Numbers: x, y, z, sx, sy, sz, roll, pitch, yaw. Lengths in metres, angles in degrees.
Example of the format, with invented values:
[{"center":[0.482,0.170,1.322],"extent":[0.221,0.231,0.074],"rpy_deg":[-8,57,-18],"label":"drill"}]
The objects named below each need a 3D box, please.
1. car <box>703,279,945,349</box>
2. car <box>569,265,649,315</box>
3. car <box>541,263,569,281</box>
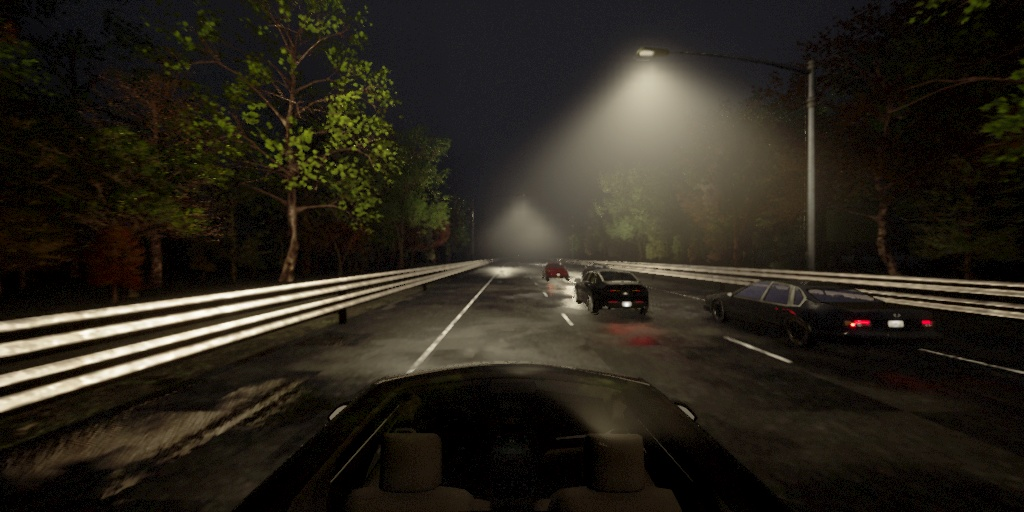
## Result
[{"center":[7.094,1.302,9.136],"extent":[2.033,1.411,5.357],"rpy_deg":[0,0,0],"label":"car"},{"center":[3.594,1.261,13.643],"extent":[1.837,1.490,4.892],"rpy_deg":[0,0,0],"label":"car"},{"center":[3.591,1.289,30.023],"extent":[1.812,1.442,4.674],"rpy_deg":[0,0,0],"label":"car"}]
